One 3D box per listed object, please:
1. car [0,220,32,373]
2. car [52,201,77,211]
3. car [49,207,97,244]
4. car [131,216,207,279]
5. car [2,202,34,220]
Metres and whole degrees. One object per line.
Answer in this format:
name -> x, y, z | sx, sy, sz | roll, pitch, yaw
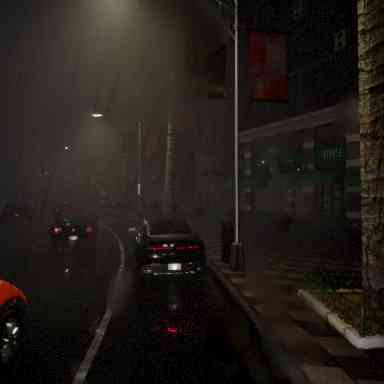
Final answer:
car -> -3.273, 1.350, 2.760 | 2.097, 1.767, 4.553 | 0, 0, -1
car -> -10.692, 1.516, 27.937 | 1.812, 1.442, 4.674 | 0, 0, -25
car -> -5.508, 1.595, 15.837 | 1.895, 1.301, 4.718 | 0, 0, -16
car -> -0.838, 1.502, 10.176 | 1.837, 1.490, 4.892 | 0, 0, -10
car -> -13.266, 1.467, 25.459 | 1.882, 1.535, 5.008 | 0, 0, -25
